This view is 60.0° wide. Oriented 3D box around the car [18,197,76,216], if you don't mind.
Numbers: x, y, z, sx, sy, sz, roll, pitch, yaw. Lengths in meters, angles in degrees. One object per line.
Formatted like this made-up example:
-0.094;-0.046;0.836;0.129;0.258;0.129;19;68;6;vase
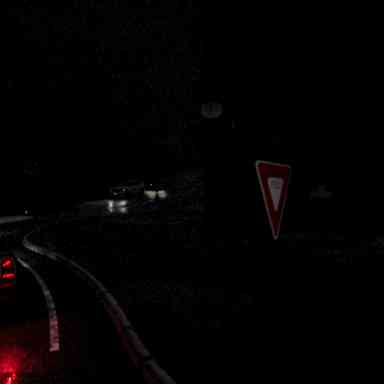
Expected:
-12.314;1.131;28.429;1.895;1.301;4.718;0;4;24;car

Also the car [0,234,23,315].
-4.988;1.387;7.052;2.097;1.767;4.553;0;0;-34;car

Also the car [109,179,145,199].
-7.672;-0.411;39.812;2.150;2.045;5.566;0;5;20;car

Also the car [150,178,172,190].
-4.619;-1.240;49.348;2.097;1.767;4.553;0;5;16;car

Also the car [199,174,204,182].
2.420;-2.956;68.426;1.882;1.535;5.008;0;5;5;car
